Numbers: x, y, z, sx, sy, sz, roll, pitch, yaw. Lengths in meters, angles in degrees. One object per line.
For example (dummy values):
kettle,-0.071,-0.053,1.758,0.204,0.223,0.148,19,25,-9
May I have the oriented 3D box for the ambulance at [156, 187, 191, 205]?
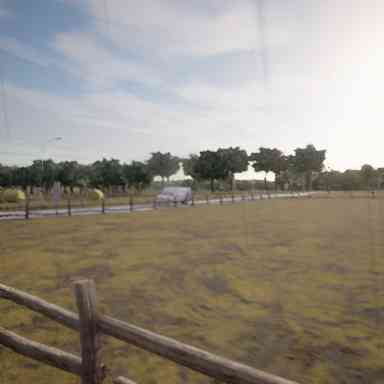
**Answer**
ambulance,-2.795,0.573,49.942,2.351,2.431,6.366,2,2,35
